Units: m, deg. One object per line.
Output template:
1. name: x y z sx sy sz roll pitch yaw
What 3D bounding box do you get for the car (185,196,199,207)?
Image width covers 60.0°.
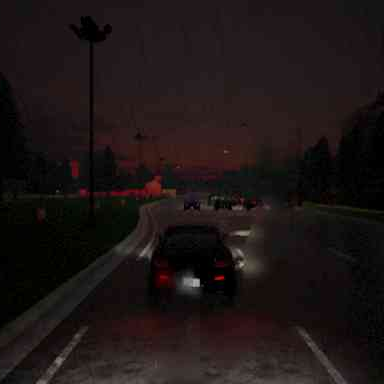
1. car: 0.002 1.316 48.648 1.812 1.442 4.674 0 0 0

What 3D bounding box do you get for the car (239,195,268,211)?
1. car: 7.001 1.340 38.193 1.837 1.490 4.892 0 0 0

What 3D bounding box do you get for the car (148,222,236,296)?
1. car: 0.000 1.489 8.400 1.812 1.442 4.674 0 0 0

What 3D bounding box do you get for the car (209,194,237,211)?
1. car: 3.501 1.327 38.193 2.128 1.511 4.902 0 0 0

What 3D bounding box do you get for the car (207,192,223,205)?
1. car: 3.501 1.012 48.639 2.150 2.045 5.566 0 0 0

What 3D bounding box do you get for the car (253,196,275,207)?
1. car: 10.501 1.338 48.611 2.033 1.411 5.357 0 0 0

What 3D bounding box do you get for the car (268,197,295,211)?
1. car: 10.501 1.397 38.610 1.994 1.385 4.181 0 0 0

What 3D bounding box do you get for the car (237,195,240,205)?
1. car: 7.001 1.143 48.580 2.097 1.767 4.553 0 0 0

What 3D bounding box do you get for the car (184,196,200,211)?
1. car: 0.001 1.434 38.641 1.895 1.301 4.718 0 0 0
